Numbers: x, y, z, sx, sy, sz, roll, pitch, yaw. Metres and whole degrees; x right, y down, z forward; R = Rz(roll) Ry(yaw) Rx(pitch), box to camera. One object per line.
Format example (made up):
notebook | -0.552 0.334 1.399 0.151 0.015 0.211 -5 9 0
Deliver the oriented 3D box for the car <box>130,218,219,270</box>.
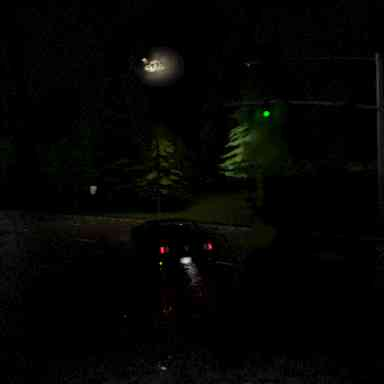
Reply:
car | -0.851 1.505 10.869 1.895 1.301 4.718 -2 1 -18
